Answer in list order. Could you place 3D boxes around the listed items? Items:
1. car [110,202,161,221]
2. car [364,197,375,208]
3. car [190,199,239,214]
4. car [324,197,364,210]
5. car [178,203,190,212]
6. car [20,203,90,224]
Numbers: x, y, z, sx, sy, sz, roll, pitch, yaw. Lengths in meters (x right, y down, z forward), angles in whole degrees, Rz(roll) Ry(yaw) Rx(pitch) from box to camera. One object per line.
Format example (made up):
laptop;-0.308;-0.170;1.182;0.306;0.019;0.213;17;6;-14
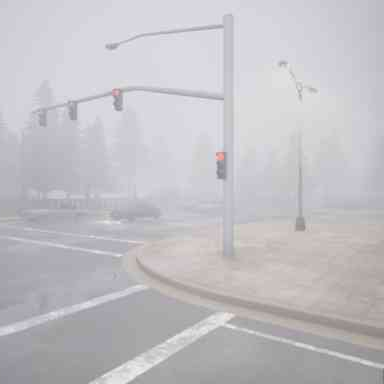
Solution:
car;-4.380;1.500;26.362;1.994;1.385;4.181;0;0;39
car;23.022;1.448;46.591;4.892;1.490;1.837;1;0;-8
car;2.512;1.537;33.907;4.718;1.301;1.895;0;0;-40
car;18.998;1.505;42.218;4.181;1.385;1.994;0;0;-13
car;1.036;1.482;37.273;5.357;1.411;2.033;0;0;-39
car;-10.110;1.535;24.757;1.895;1.301;4.718;0;0;38
